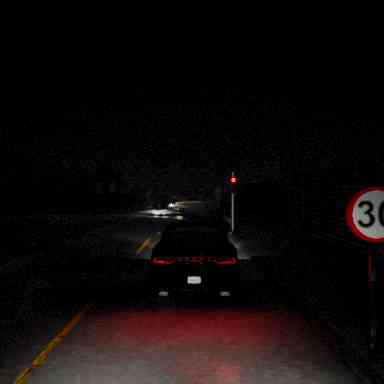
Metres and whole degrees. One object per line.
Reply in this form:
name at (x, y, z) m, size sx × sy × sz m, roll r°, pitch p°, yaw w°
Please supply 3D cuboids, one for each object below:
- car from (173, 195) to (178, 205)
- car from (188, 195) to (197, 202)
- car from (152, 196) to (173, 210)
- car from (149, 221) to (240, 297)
car at (-3.971, 1.562, 58.049) m, size 1.994 × 1.385 × 4.181 m, roll 0°, pitch 0°, yaw 0°
car at (0.135, 1.338, 71.405) m, size 1.812 × 1.442 × 4.674 m, roll 0°, pitch 0°, yaw 0°
car at (-4.016, 1.491, 43.291) m, size 2.128 × 1.511 × 4.902 m, roll 0°, pitch 0°, yaw 0°
car at (0.068, 1.477, 8.629) m, size 1.882 × 1.535 × 5.008 m, roll 0°, pitch 0°, yaw 1°
